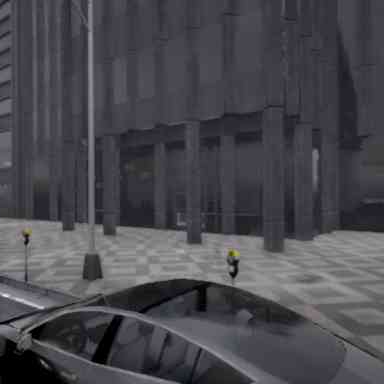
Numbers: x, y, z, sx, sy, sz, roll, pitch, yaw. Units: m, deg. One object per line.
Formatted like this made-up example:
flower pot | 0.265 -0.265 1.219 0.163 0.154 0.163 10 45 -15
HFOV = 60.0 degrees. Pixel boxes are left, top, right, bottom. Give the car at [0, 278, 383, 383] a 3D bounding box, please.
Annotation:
car | -0.472 1.584 3.301 4.313 1.339 1.947 -1 0 35
